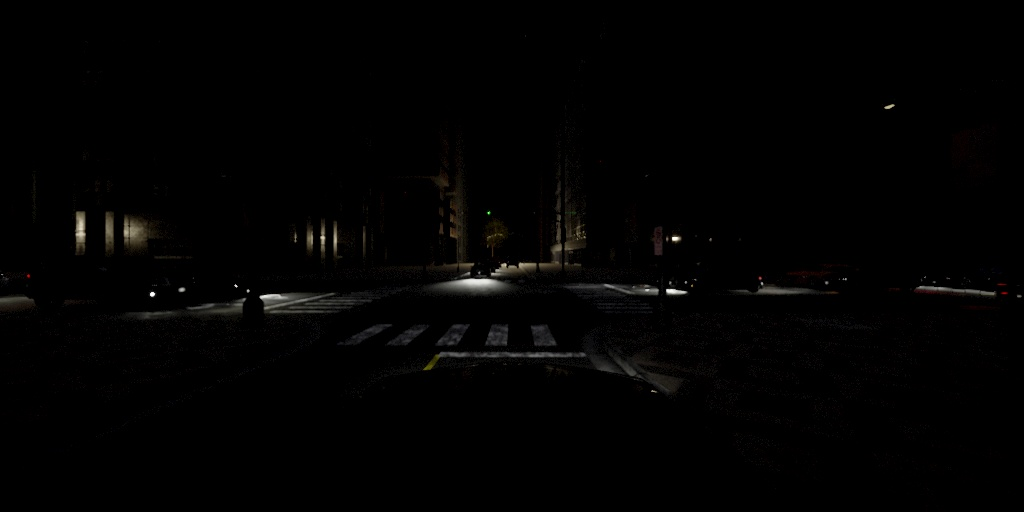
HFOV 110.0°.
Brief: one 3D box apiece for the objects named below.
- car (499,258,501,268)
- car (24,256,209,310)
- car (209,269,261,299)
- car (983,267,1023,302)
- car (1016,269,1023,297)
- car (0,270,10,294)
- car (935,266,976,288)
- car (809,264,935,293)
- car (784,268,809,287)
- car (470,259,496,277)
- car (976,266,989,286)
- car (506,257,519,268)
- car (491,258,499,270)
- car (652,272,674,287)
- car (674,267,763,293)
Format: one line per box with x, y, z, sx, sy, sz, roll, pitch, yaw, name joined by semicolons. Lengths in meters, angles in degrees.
-3.093;1.452;55.951;1.994;1.385;4.181;0;0;0;car
-16.002;1.000;14.478;5.566;2.045;2.150;0;0;2;car
-15.622;1.328;17.702;5.357;1.411;2.033;0;0;0;car
22.512;1.323;14.275;4.892;1.490;1.837;0;0;0;car
28.694;1.375;17.497;5.357;1.411;2.033;0;0;0;car
-28.752;1.000;17.764;5.566;2.045;2.150;0;0;0;car
31.170;1.383;24.178;5.357;1.411;2.033;0;0;1;car
20.888;1.311;20.982;4.902;1.511;2.128;0;0;0;car
21.239;1.300;24.230;5.008;1.535;1.882;0;0;0;car
-3.072;1.328;36.011;2.128;1.511;4.902;0;0;0;car
30.769;1.358;20.931;4.674;1.442;1.812;0;0;0;car
0.093;1.130;63.935;2.150;2.045;5.566;0;0;0;car
-3.085;1.367;45.966;1.837;1.490;4.892;0;0;0;car
12.104;1.412;24.276;4.718;1.301;1.895;0;0;3;car
12.191;1.373;21.023;4.181;1.385;1.994;0;0;0;car
